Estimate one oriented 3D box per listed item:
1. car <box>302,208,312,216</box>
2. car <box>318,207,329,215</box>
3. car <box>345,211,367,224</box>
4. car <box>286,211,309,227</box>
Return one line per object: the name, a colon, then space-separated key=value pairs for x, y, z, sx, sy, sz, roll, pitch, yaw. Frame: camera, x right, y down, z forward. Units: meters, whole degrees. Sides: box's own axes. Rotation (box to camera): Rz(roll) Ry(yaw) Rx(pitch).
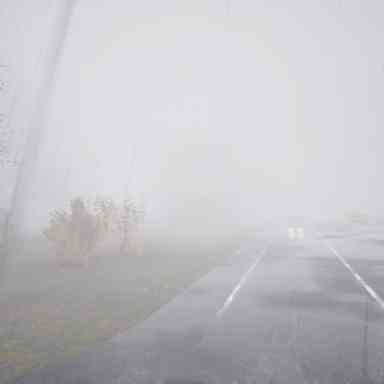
car: x=29.714 y=5.435 z=85.182 sx=1.994 sy=1.385 sz=4.181 roll=-4 pitch=-4 yaw=22
car: x=34.288 y=5.005 z=86.697 sx=2.150 sy=2.045 sz=5.566 roll=-3 pitch=-4 yaw=17
car: x=20.122 y=3.116 z=40.904 sx=1.882 sy=1.535 sz=5.008 roll=-3 pitch=-4 yaw=17
car: x=12.489 y=3.399 z=39.927 sx=2.128 sy=1.511 sz=4.902 roll=-3 pitch=-4 yaw=17
